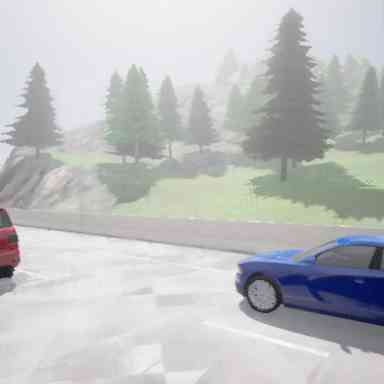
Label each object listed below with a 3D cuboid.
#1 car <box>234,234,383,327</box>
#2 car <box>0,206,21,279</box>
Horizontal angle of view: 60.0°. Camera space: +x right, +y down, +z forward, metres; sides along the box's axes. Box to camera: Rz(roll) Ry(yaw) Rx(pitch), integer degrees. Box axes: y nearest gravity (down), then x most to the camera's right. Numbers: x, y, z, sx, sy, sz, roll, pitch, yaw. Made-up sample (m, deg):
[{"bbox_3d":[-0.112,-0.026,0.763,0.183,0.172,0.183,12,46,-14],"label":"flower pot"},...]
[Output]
[{"bbox_3d":[3.155,1.514,6.064,5.008,1.535,1.882,-1,-1,36],"label":"car"},{"bbox_3d":[-6.963,1.354,9.410,5.566,2.045,2.150,0,0,39],"label":"car"}]
